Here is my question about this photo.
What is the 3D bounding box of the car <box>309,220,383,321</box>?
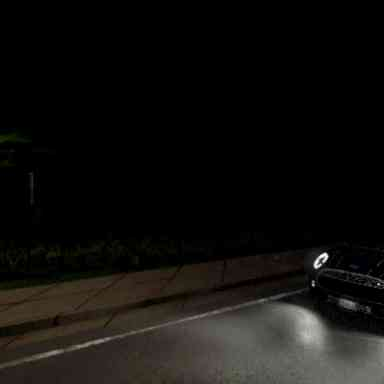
[{"bbox_3d":[4.587,1.391,7.100,4.553,1.767,2.097,0,0,-34],"label":"car"}]
